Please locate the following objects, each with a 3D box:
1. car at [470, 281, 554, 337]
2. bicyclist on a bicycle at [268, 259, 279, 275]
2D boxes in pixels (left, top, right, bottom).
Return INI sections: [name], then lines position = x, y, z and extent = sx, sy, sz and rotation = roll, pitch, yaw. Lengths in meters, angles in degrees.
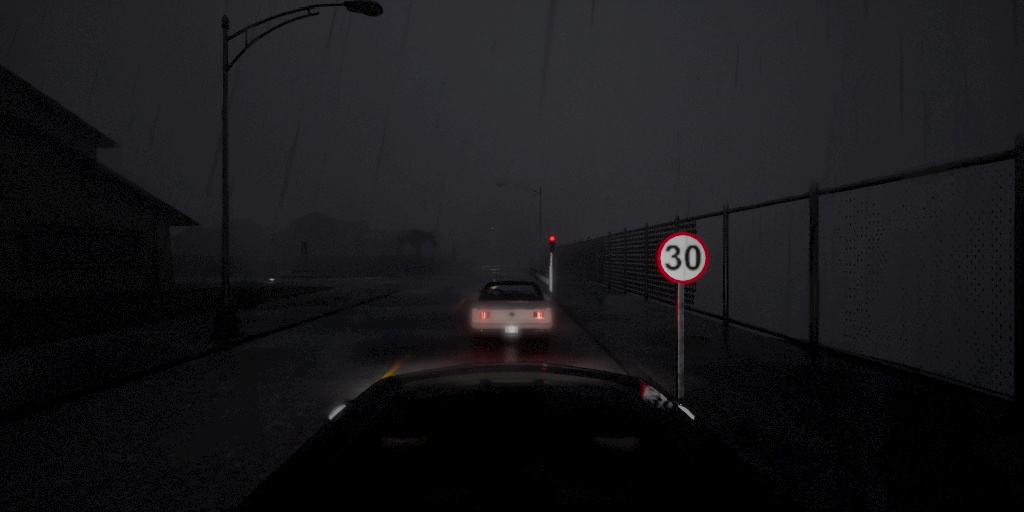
[car]
position = -0.001, 1.351, 10.210
extent = 1.895, 1.301, 4.718
rotation = 0, 0, 0
[bicyclist on a bicycle]
position = -24.318, 1.099, 36.521
extent = 0.582, 1.620, 1.656
rotation = 0, 0, 0
